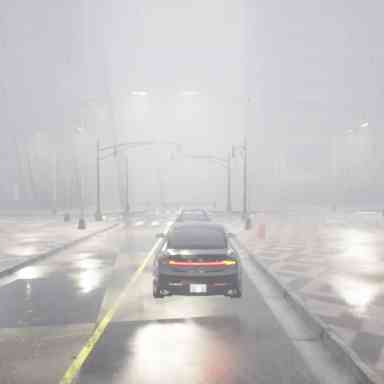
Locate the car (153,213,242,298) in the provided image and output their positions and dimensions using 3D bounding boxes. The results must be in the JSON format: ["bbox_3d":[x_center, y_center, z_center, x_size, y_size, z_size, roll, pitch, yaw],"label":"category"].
[{"bbox_3d":[0.104,1.502,8.471,1.837,1.490,4.892,0,0,0],"label":"car"}]

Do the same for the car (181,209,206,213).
[{"bbox_3d":[0.068,1.556,17.375,1.994,1.385,4.181,0,0,1],"label":"car"}]
